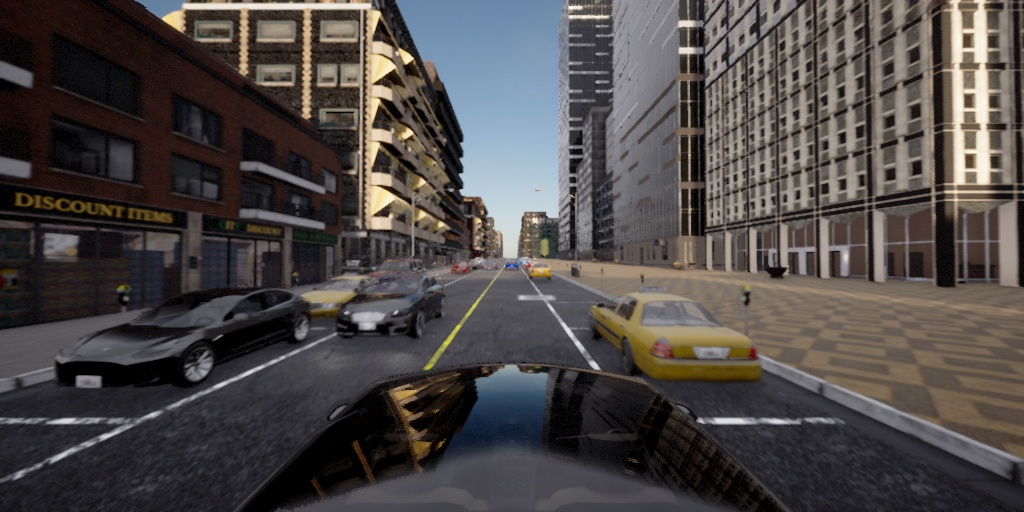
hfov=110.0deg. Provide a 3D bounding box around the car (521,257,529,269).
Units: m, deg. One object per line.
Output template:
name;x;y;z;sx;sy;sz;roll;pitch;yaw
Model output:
car;2.683;1.199;51.553;1.967;1.591;4.097;0;0;0

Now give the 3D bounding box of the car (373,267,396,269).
car;-5.692;1.276;12.395;1.751;1.417;4.829;0;0;0

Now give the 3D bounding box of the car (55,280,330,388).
car;-5.691;1.316;6.996;1.948;1.339;4.313;0;0;0

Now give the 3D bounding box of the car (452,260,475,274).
car;-5.697;1.301;40.413;1.888;1.381;4.507;0;0;0

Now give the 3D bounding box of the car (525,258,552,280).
car;2.345;1.211;31.148;1.801;1.575;5.366;0;0;0

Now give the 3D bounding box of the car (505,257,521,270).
car;0.011;1.237;51.573;1.882;1.535;5.008;0;0;0

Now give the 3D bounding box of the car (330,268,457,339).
car;-3.101;1.243;10.132;2.128;1.511;4.902;0;0;0

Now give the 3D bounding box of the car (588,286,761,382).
car;2.689;1.276;7.167;1.751;1.417;4.829;0;0;0

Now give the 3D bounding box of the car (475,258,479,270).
car;-5.698;1.325;51.553;1.948;1.339;4.313;0;0;0

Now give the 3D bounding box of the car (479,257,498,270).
car;-3.075;1.111;50.949;2.097;1.767;4.553;0;0;0

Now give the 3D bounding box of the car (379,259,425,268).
car;-5.693;1.066;18.136;2.192;1.841;5.009;0;0;0
